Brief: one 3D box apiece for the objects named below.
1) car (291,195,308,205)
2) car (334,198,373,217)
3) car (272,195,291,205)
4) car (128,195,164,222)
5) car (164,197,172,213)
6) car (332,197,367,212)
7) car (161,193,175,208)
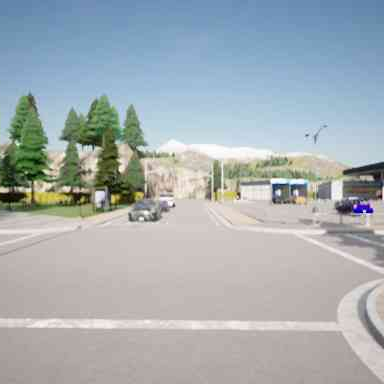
[{"bbox_3d":[17.352,1.263,54.789,2.152,1.636,5.027,0,0,0],"label":"car"},{"bbox_3d":[13.962,1.338,28.735,1.845,1.501,3.633,0,0,0],"label":"car"},{"bbox_3d":[14.215,1.272,54.768,2.007,1.523,4.514,0,0,0],"label":"car"},{"bbox_3d":[-3.590,1.319,25.825,2.097,1.767,4.553,0,0,0],"label":"car"},{"bbox_3d":[-3.584,1.519,36.656,1.994,1.385,4.181,0,0,0],"label":"car"},{"bbox_3d":[17.017,1.340,36.126,1.970,1.475,3.806,0,0,0],"label":"car"},{"bbox_3d":[-3.573,1.163,47.519,2.150,2.045,5.566,0,0,0],"label":"car"}]
